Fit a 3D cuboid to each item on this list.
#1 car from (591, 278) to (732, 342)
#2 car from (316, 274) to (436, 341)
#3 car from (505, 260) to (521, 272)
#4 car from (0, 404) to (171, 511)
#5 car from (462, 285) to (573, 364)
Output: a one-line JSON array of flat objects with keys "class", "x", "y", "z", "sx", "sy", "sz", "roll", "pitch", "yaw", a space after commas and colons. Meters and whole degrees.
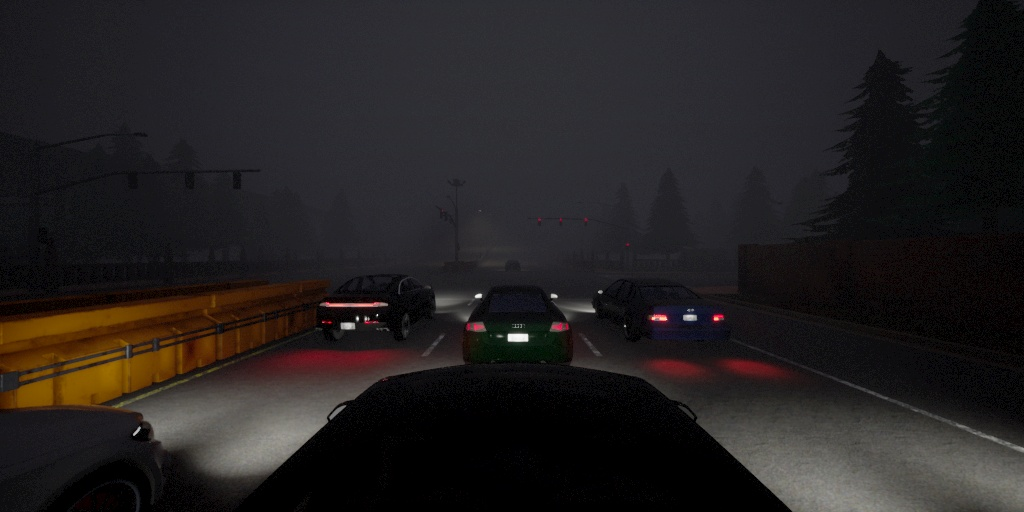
[{"class": "car", "x": 3.600, "y": 1.297, "z": 9.763, "sx": 2.033, "sy": 1.411, "sz": 5.357, "roll": 0, "pitch": 0, "yaw": 0}, {"class": "car", "x": -3.399, "y": 1.241, "z": 9.857, "sx": 2.128, "sy": 1.511, "sz": 4.902, "roll": 0, "pitch": 0, "yaw": 0}, {"class": "car", "x": 0.101, "y": 1.224, "z": 46.021, "sx": 1.882, "sy": 1.535, "sz": 5.008, "roll": 0, "pitch": 0, "yaw": 0}, {"class": "car", "x": -3.403, "y": 1.276, "z": 0.621, "sx": 1.812, "sy": 1.442, "sz": 4.674, "roll": 0, "pitch": 0, "yaw": 0}, {"class": "car", "x": 0.099, "y": 1.313, "z": 7.906, "sx": 1.994, "sy": 1.385, "sz": 4.181, "roll": 0, "pitch": 0, "yaw": 0}]
